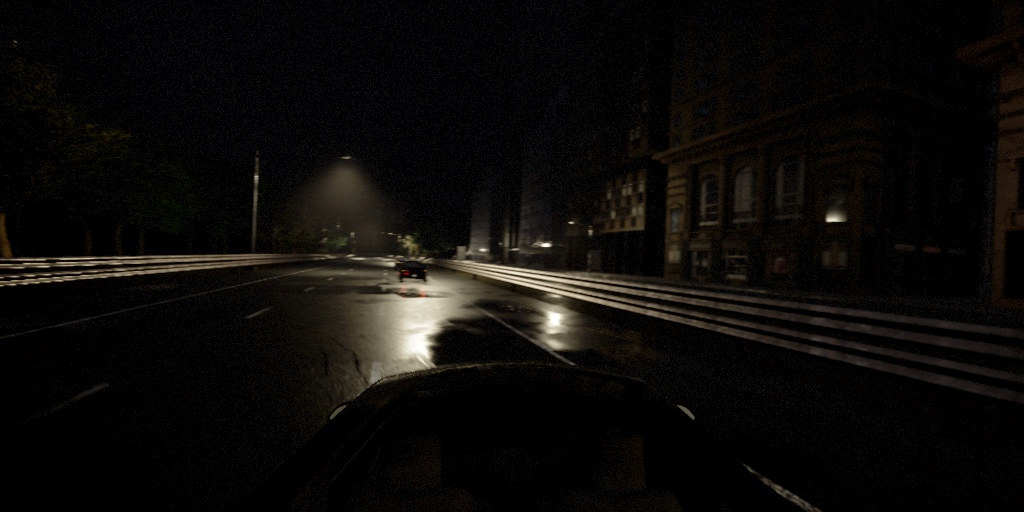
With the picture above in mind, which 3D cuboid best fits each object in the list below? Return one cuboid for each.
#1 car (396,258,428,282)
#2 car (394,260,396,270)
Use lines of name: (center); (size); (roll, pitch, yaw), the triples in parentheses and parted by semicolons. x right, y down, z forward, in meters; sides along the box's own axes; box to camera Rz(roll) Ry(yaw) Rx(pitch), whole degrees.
car: (-7.283, 1.095, 26.208); (1.812, 1.442, 4.674); (2, 0, -19)
car: (-12.937, 0.930, 42.492); (2.128, 1.511, 4.902); (2, 0, -19)
